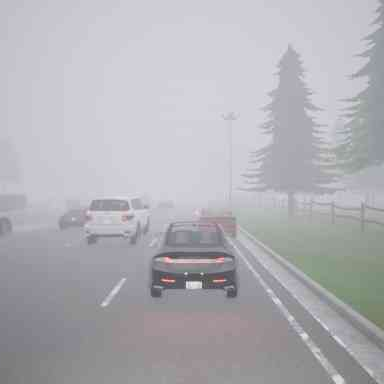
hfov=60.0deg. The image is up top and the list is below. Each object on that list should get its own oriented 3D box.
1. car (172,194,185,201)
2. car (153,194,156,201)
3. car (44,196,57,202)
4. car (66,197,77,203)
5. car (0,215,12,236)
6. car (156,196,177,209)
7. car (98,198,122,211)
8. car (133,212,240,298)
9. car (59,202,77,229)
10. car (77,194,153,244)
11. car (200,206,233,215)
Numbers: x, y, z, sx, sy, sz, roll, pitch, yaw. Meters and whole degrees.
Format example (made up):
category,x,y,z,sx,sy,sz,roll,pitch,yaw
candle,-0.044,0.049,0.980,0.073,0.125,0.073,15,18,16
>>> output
category,x,y,z,sx,sy,sz,roll,pitch,yaw
car,-3.487,1.540,88.981,2.033,1.411,5.357,0,0,0
car,-6.893,1.352,47.778,2.097,1.767,4.553,0,0,0
car,-31.316,1.525,73.591,2.128,1.511,4.902,0,0,-38
car,-17.636,1.477,49.592,1.882,1.535,5.008,0,0,-18
car,-10.398,1.491,15.562,2.128,1.511,4.902,0,0,0
car,-3.394,1.601,43.873,1.895,1.301,4.718,0,0,0
car,-10.393,1.564,42.589,1.994,1.385,4.181,0,0,0
car,0.054,1.492,8.510,2.128,1.511,4.902,0,0,0
car,-6.897,1.564,21.350,1.994,1.385,4.181,0,0,0
car,-3.398,1.221,15.958,2.150,2.045,5.566,0,0,0
car,1.227,1.478,17.852,1.882,1.535,5.008,0,0,0
